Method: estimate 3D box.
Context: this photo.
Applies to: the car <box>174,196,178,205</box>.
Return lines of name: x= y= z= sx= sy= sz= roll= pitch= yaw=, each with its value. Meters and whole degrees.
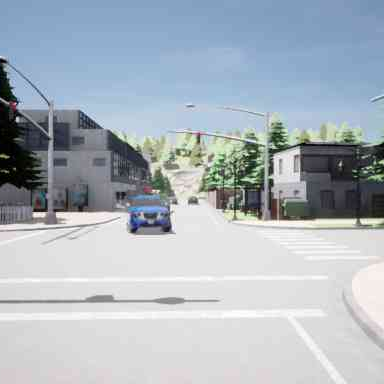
car: x=-3.471 y=1.493 z=58.232 sx=2.128 sy=1.511 sz=4.902 roll=0 pitch=0 yaw=1

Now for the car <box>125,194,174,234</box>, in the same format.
car: x=-2.743 y=1.222 z=19.787 sx=2.150 sy=2.045 sz=5.566 roll=0 pitch=0 yaw=-13

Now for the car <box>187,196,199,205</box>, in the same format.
car: x=0.189 y=1.505 z=59.596 sx=1.837 sy=1.490 sz=4.892 roll=0 pitch=0 yaw=0

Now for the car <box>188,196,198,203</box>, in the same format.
car: x=0.197 y=1.547 z=70.017 sx=2.033 sy=1.411 sz=5.357 roll=0 pitch=0 yaw=0

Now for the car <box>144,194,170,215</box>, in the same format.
car: x=-3.549 y=1.221 z=35.015 sx=2.150 sy=2.045 sz=5.566 roll=0 pitch=0 yaw=0
